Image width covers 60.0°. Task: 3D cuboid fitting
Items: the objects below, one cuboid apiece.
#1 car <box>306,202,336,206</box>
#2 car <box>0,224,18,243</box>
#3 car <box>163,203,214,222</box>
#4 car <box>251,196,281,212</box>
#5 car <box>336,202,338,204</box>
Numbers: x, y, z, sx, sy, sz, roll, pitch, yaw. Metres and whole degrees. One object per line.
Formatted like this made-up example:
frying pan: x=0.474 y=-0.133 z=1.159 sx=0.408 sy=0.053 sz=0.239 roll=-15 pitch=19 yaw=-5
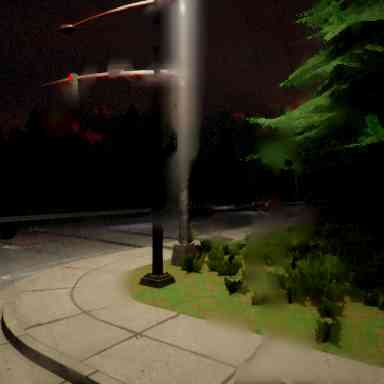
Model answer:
car: x=16.399 y=1.195 z=42.910 sx=2.150 sy=2.045 sz=5.566 roll=0 pitch=0 yaw=36
car: x=-9.325 y=1.579 z=12.519 sx=1.895 sy=1.301 sz=4.718 roll=0 pitch=0 yaw=32
car: x=-0.247 y=1.574 z=25.872 sx=1.895 sy=1.301 sz=4.718 roll=0 pitch=0 yaw=35
car: x=8.642 y=1.325 z=38.525 sx=2.097 sy=1.767 sz=4.553 roll=0 pitch=0 yaw=36
car: x=22.699 y=1.465 z=51.378 sx=2.128 sy=1.511 sz=4.902 roll=0 pitch=0 yaw=37
